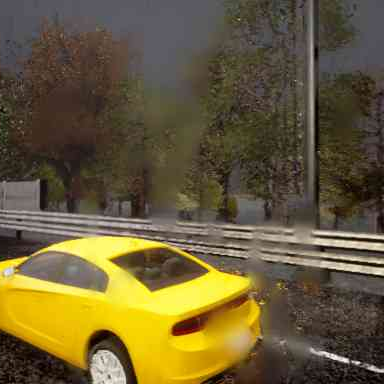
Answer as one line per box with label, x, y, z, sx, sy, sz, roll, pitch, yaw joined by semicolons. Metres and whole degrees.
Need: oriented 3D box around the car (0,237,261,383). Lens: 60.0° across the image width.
car;-1.475;1.437;5.014;5.008;1.535;1.882;0;0;36
